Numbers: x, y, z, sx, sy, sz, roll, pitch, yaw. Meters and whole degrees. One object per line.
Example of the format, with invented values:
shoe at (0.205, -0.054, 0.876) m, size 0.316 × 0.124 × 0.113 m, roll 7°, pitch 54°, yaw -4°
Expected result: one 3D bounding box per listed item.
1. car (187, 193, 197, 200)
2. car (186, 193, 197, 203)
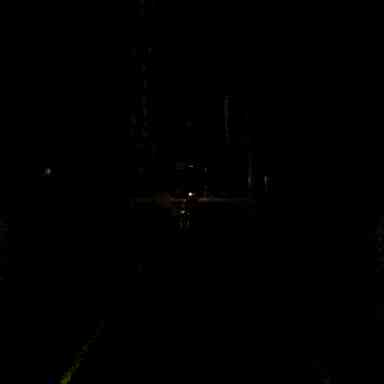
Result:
car at (-0.015, 0.930, 70.293) m, size 2.128 × 1.511 × 4.902 m, roll 0°, pitch 0°, yaw 0°
car at (-0.013, 1.198, 60.289) m, size 1.994 × 1.385 × 4.181 m, roll 0°, pitch 0°, yaw 0°
